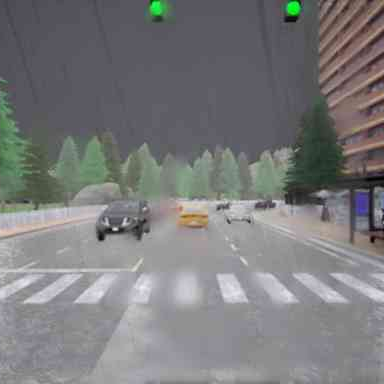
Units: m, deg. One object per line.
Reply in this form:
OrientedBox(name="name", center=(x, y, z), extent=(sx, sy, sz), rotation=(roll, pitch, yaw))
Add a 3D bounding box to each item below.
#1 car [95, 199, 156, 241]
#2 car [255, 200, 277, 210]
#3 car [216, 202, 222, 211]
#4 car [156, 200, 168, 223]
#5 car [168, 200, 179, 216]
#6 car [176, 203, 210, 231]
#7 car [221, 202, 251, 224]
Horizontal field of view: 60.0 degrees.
OrientedBox(name="car", center=(-3.552, 1.393, 18.218), extent=(2.150, 2.045, 5.566), rotation=(0, -1, 0))
OrientedBox(name="car", center=(11.352, 1.946, 50.858), extent=(1.837, 1.490, 4.892), rotation=(-1, 0, 38))
OrientedBox(name="car", center=(5.310, 2.036, 48.351), extent=(1.895, 1.301, 4.718), rotation=(-1, -1, 32))
OrientedBox(name="car", center=(-3.449, 1.616, 27.856), extent=(2.097, 1.767, 4.553), rotation=(0, -1, 0))
OrientedBox(name="car", center=(-2.548, 1.710, 37.801), extent=(2.097, 1.767, 4.553), rotation=(0, -1, 12))
OrientedBox(name="car", center=(0.134, 1.673, 21.953), extent=(1.882, 1.535, 5.008), rotation=(0, -1, 0))
OrientedBox(name="car", center=(3.683, 1.762, 27.343), extent=(1.812, 1.442, 4.674), rotation=(0, -1, 2))
